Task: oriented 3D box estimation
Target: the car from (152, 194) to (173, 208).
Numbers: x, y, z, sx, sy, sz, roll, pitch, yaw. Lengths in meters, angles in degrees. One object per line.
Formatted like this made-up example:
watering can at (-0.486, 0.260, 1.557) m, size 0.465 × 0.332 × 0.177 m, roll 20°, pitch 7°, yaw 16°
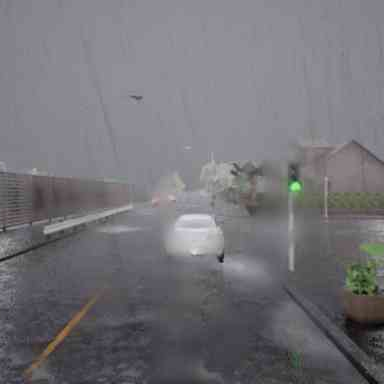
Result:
car at (-4.080, 1.118, 44.118) m, size 2.097 × 1.767 × 4.553 m, roll 0°, pitch 0°, yaw 0°

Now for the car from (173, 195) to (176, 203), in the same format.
car at (-4.028, 1.203, 60.865) m, size 1.812 × 1.442 × 4.674 m, roll 0°, pitch 0°, yaw 1°

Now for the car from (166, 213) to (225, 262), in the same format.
car at (0.185, 1.463, 11.802) m, size 1.812 × 1.442 × 4.674 m, roll 0°, pitch 0°, yaw 3°
